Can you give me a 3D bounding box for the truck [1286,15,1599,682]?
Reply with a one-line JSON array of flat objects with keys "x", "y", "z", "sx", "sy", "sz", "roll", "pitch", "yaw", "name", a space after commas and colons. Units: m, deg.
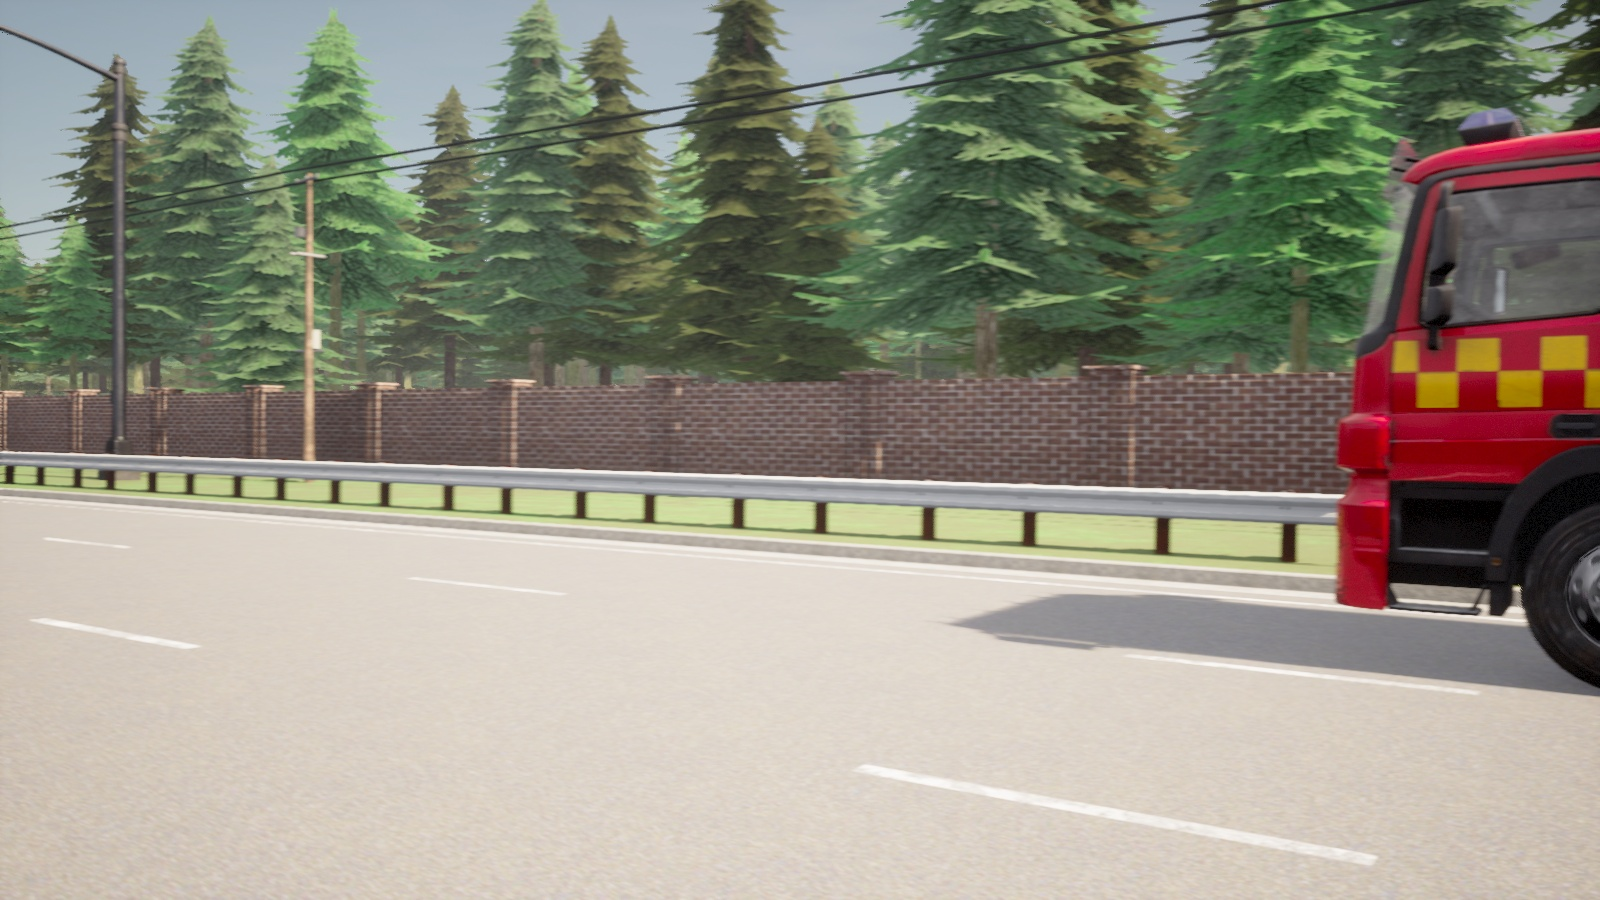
[{"x": 7.494, "y": -0.597, "z": 7.025, "sx": 8.468, "sy": 3.827, "sz": 2.891, "roll": 0, "pitch": 1, "yaw": 34, "name": "truck"}]
